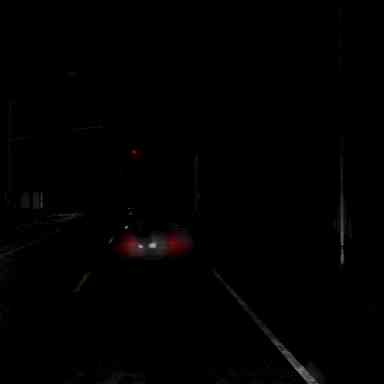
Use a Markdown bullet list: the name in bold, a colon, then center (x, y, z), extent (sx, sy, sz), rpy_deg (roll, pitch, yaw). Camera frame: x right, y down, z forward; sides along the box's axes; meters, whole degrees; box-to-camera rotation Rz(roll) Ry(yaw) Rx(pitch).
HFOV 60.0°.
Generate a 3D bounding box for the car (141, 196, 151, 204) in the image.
- **car**: center (-9.319, 1.611, 66.894), extent (1.812, 1.442, 4.674), rpy_deg (0, 0, -8)

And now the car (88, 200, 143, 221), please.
- **car**: center (-6.844, 1.544, 28.187), extent (4.902, 1.511, 2.128), rpy_deg (0, -1, 39)

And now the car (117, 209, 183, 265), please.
- **car**: center (-1.423, 1.563, 11.844), extent (2.033, 1.411, 5.357), rpy_deg (0, 0, -8)
